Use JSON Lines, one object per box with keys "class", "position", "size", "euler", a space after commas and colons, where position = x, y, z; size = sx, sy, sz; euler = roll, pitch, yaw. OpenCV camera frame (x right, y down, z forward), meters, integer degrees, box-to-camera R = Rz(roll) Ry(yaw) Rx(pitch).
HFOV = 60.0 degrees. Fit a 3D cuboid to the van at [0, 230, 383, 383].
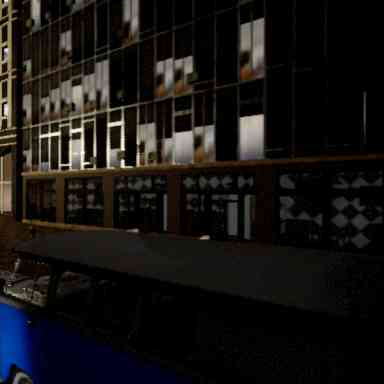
{"class": "van", "position": [-0.228, 1.336, 3.036], "size": [3.998, 1.788, 1.690], "euler": [0, 0, 36]}
